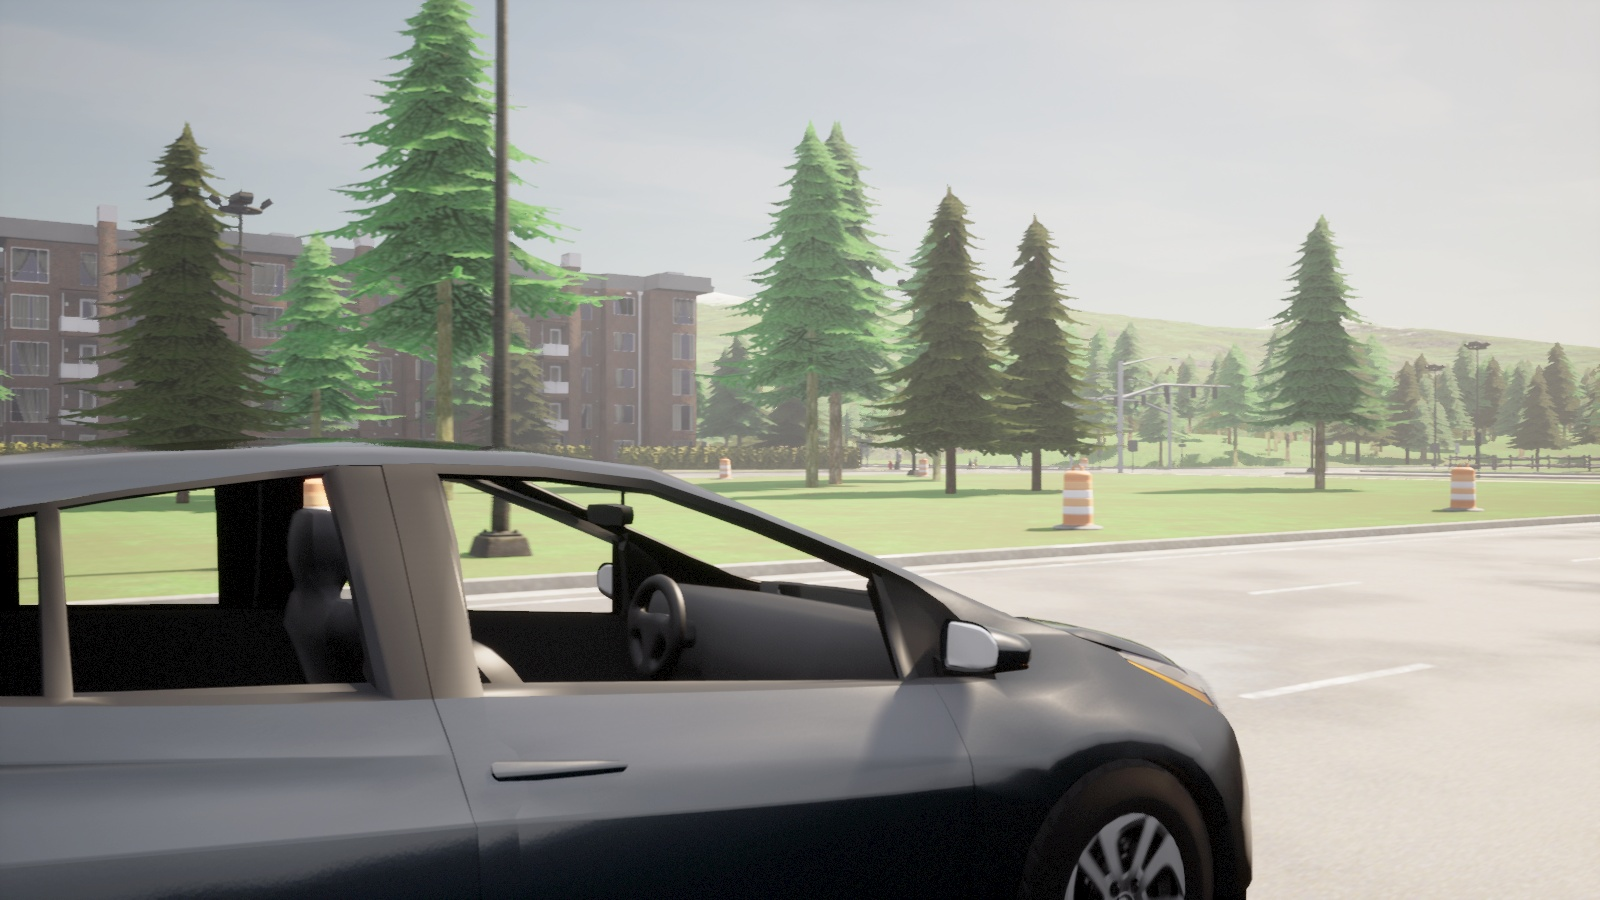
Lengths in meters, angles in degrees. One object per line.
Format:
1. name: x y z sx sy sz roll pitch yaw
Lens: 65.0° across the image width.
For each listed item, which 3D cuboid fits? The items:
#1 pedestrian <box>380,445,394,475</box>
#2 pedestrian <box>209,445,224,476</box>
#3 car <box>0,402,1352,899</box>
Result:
1. pedestrian: -26.936 0.631 81.921 0.788 1.949 0.423 0 0 -34
2. pedestrian: -35.309 0.635 75.984 0.694 1.848 0.540 0 0 -34
3. car: -0.886 0.701 3.043 4.514 1.525 2.007 0 0 -35
